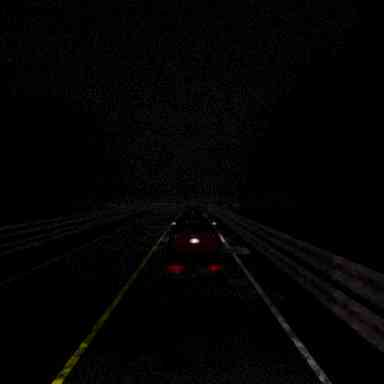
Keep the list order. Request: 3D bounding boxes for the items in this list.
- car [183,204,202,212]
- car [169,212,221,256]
[{"bbox_3d":[0.103,2.029,36.800,2.128,1.511,4.902,1,-1,0],"label":"car"},{"bbox_3d":[0.092,1.747,13.904,1.994,1.385,4.181,0,-1,0],"label":"car"}]
